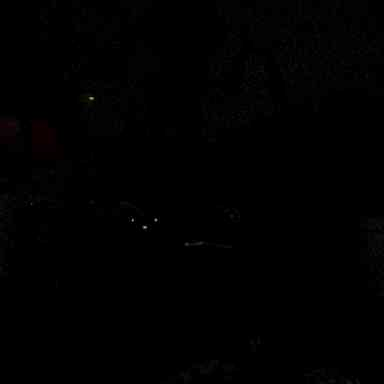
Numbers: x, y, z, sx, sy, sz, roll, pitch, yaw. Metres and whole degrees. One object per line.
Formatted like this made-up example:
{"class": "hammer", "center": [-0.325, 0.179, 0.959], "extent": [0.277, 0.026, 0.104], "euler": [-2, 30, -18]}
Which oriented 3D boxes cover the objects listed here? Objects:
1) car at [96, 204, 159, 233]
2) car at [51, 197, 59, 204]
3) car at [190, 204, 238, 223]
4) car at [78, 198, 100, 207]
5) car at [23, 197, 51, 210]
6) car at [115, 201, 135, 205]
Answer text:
{"class": "car", "center": [-3.892, 1.630, 20.055], "extent": [1.895, 1.301, 4.718], "euler": [2, -1, -37]}
{"class": "car", "center": [-25.877, 1.492, 60.548], "extent": [1.895, 1.301, 4.718], "euler": [2, -1, -37]}
{"class": "car", "center": [1.793, 1.783, 28.984], "extent": [1.882, 1.535, 5.008], "euler": [2, -1, -36]}
{"class": "car", "center": [-16.553, 1.651, 53.537], "extent": [2.033, 1.411, 5.357], "euler": [2, -1, -37]}
{"class": "car", "center": [-19.179, 1.371, 40.539], "extent": [1.882, 1.535, 5.008], "euler": [2, -1, -36]}
{"class": "car", "center": [-7.422, 1.682, 35.934], "extent": [1.812, 1.442, 4.674], "euler": [2, -1, -37]}
